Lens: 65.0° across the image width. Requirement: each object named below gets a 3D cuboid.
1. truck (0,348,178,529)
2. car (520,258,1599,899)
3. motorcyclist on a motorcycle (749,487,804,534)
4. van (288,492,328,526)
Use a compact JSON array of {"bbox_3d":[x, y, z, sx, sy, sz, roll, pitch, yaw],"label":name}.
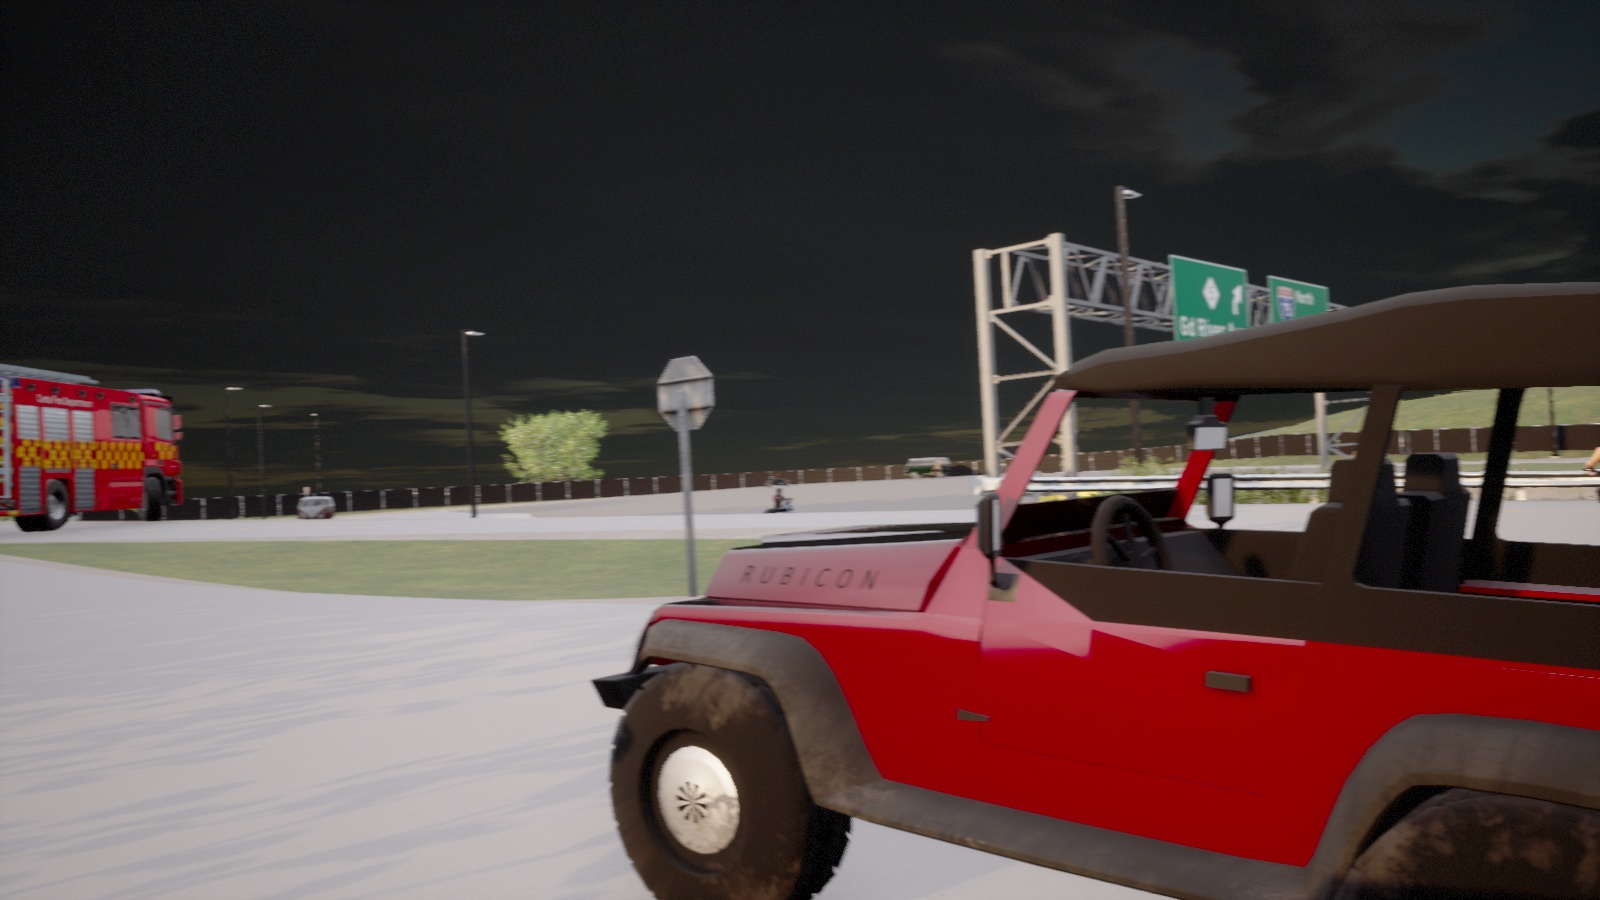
[{"bbox_3d":[-18.471,-0.149,30.685,2.891,3.827,8.468,-1,-1,-5],"label":"truck"},{"bbox_3d":[1.119,0.560,3.859,3.866,1.878,1.905,1,1,40],"label":"car"},{"bbox_3d":[-0.889,2.203,46.221,0.766,1.649,2.350,-1,-1,-35],"label":"motorcyclist on a motorcycle"},{"bbox_3d":[-31.366,3.756,80.170,1.775,1.987,4.442,-3,-1,-15],"label":"van"}]
